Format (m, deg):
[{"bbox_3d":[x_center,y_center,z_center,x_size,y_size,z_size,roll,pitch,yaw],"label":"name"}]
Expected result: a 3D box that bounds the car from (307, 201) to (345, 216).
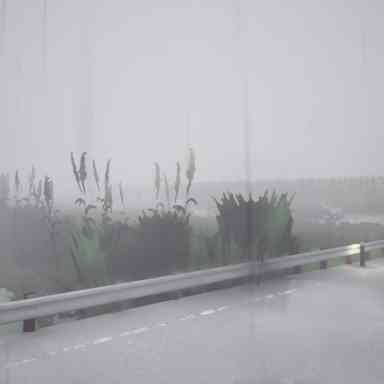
[{"bbox_3d":[10.812,1.569,28.981,2.097,1.767,4.553,-1,1,-43],"label":"car"}]
